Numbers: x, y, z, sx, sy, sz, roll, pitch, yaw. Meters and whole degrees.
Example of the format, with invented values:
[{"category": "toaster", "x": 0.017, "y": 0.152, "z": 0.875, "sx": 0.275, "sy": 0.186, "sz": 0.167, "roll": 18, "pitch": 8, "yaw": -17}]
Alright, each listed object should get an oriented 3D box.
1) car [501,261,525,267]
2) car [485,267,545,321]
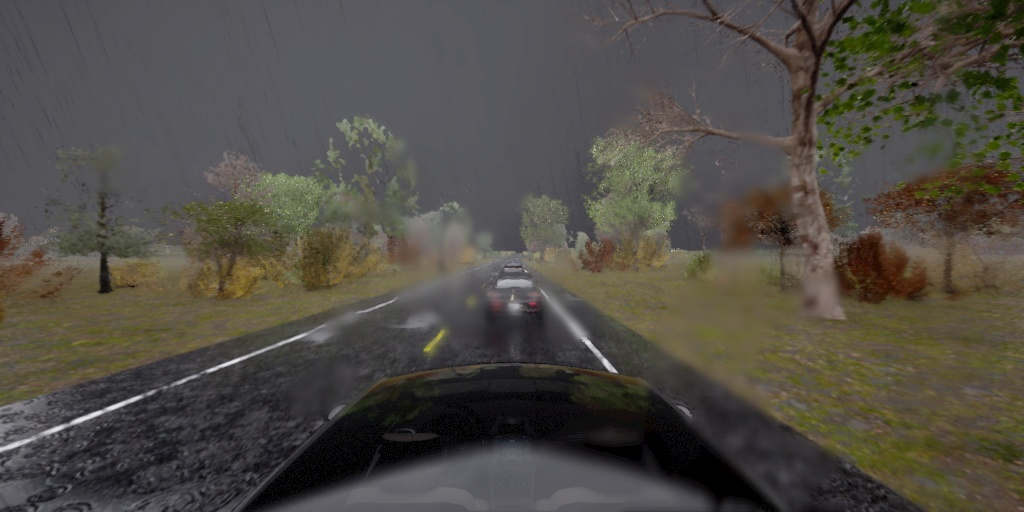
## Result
[{"category": "car", "x": 0.102, "y": 1.210, "z": 30.820, "sx": 2.128, "sy": 1.511, "sz": 4.902, "roll": 0, "pitch": 0, "yaw": 0}, {"category": "car", "x": 0.099, "y": 1.269, "z": 12.344, "sx": 1.812, "sy": 1.442, "sz": 4.674, "roll": 0, "pitch": 0, "yaw": 0}]
